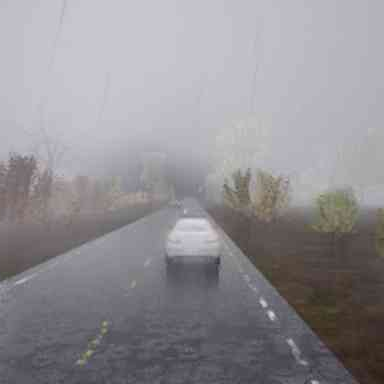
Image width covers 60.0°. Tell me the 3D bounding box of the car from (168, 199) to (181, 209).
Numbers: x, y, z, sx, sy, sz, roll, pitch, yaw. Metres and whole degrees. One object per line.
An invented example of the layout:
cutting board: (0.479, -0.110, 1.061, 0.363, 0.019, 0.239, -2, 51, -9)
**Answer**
car: (-3.025, 2.012, 57.237, 2.097, 1.767, 4.553, 0, -1, 1)

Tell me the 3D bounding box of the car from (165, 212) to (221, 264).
car: (0.048, 1.678, 12.411, 1.812, 1.442, 4.674, 0, -1, 1)

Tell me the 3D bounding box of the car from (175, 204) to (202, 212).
car: (0.030, 1.849, 25.132, 2.033, 1.411, 5.357, 0, -1, 0)
